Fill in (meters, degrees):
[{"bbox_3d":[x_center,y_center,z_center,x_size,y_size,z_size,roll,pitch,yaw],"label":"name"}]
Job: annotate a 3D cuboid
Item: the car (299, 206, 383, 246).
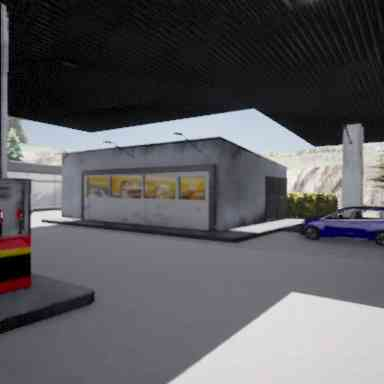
[{"bbox_3d":[7.387,1.472,15.470,4.611,1.667,2.242,1,0,35],"label":"car"}]
